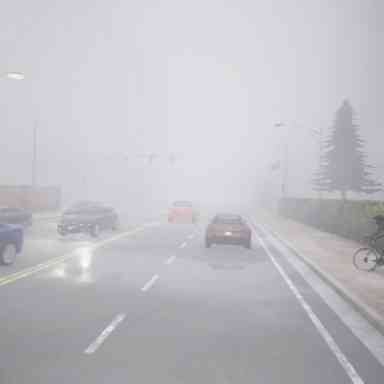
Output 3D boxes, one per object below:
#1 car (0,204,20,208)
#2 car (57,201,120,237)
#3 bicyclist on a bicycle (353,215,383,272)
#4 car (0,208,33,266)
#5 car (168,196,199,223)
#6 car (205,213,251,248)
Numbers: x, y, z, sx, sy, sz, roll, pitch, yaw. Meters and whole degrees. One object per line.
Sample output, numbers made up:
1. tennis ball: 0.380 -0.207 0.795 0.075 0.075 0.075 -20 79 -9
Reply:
1. car: -9.179 1.313 15.033 2.128 1.511 4.902 2 0 5
2. car: -5.342 1.442 17.762 1.837 1.490 4.892 2 0 7
3. bicyclist on a bicycle: 5.422 1.488 9.397 1.656 1.620 0.582 2 0 6
4. car: -6.379 1.344 8.382 1.882 1.535 5.008 2 0 6
5. car: -0.583 1.462 27.384 2.097 1.767 4.553 2 0 6
6. car: 1.678 1.680 15.549 1.994 1.385 4.181 2 0 6
